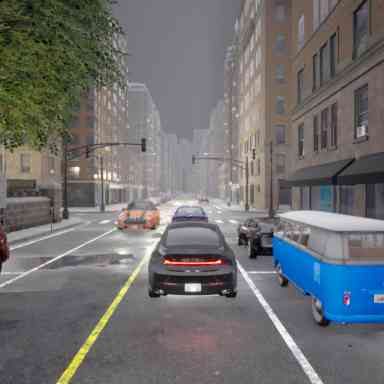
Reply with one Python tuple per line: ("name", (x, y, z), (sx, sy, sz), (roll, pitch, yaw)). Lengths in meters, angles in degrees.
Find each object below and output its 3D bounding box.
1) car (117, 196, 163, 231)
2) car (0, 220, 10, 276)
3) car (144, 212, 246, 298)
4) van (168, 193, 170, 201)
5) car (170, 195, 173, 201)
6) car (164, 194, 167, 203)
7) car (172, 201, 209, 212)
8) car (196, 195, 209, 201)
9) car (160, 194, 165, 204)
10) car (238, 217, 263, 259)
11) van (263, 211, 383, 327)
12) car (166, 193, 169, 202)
("car", (-3.150, 1.344, 20.444), (2.097, 1.767, 4.553), (0, 0, 0))
("car", (-5.714, 1.314, 6.667), (2.192, 1.841, 5.009), (0, 0, 0))
("car", (0.011, 1.503, 8.514), (1.837, 1.490, 4.892), (0, 0, 0))
("van", (-6.212, 1.310, 72.157), (1.690, 1.788, 3.998), (0, 0, 0))
("car", (-6.253, 1.521, 77.608), (2.008, 1.369, 4.403), (0, 0, 0))
("car", (-6.129, 1.513, 61.256), (1.887, 1.381, 4.507), (0, 0, 0))
("car", (-0.099, 1.472, 18.010), (1.882, 1.535, 5.008), (0, 0, 0))
("car", (2.353, 1.409, 66.807), (1.967, 1.590, 4.097), (0, 0, 0))
("car", (-6.087, 1.520, 55.805), (2.008, 1.369, 4.403), (0, 0, 0))
("car", (2.767, 1.563, 12.432), (1.947, 1.339, 4.313), (0, 0, 0))
("van", (2.810, 1.340, 6.772), (1.690, 1.788, 3.998), (0, 0, 0))
("car", (-6.170, 1.513, 66.707), (1.887, 1.381, 4.507), (0, 0, 0))
